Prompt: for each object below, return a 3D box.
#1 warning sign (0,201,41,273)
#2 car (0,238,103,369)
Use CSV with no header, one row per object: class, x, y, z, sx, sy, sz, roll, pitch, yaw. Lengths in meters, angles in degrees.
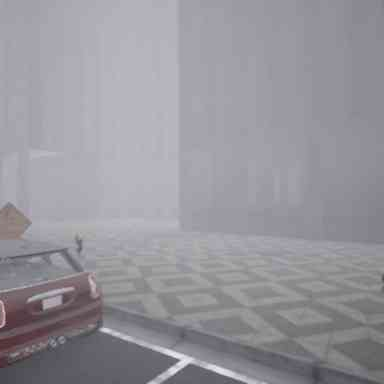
warning sign,-5.233,1.211,9.523,1.060,1.860,1.300,-1,0,35
car,-3.419,1.499,5.518,4.097,1.590,1.967,-1,0,35
